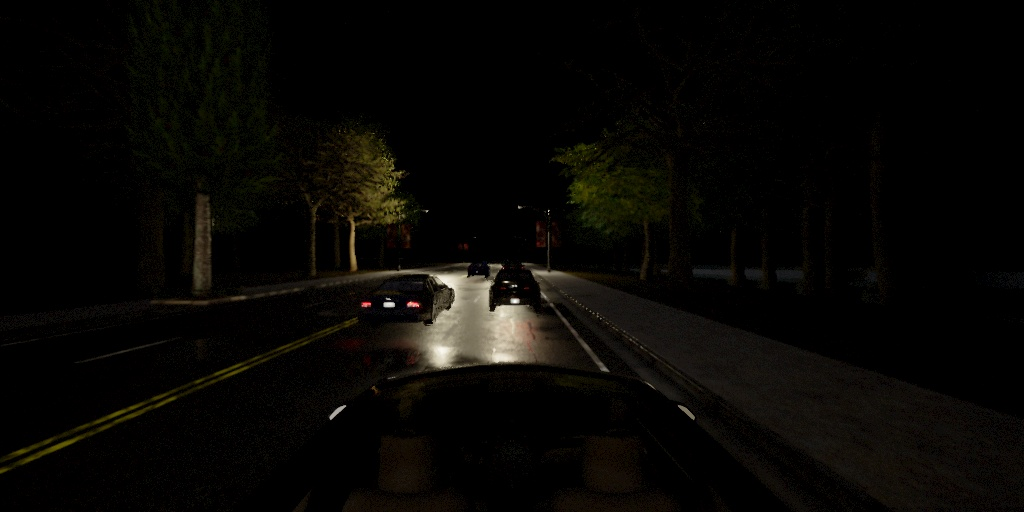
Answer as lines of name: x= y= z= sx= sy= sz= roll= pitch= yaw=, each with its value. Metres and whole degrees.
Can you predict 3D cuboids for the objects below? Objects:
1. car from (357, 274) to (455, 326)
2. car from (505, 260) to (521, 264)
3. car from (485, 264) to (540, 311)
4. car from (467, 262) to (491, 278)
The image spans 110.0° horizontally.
car: x=-3.150 y=1.300 z=11.704 sx=2.033 sy=1.411 sz=5.357 roll=0 pitch=0 yaw=0
car: x=0.101 y=1.148 z=32.500 sx=2.097 sy=1.767 sz=4.553 roll=0 pitch=0 yaw=0
car: x=0.094 y=1.259 z=14.432 sx=1.837 sy=1.490 sz=4.892 roll=0 pitch=0 yaw=0
car: x=-3.149 y=1.283 z=34.660 sx=1.882 sy=1.535 sz=5.008 roll=0 pitch=0 yaw=0
